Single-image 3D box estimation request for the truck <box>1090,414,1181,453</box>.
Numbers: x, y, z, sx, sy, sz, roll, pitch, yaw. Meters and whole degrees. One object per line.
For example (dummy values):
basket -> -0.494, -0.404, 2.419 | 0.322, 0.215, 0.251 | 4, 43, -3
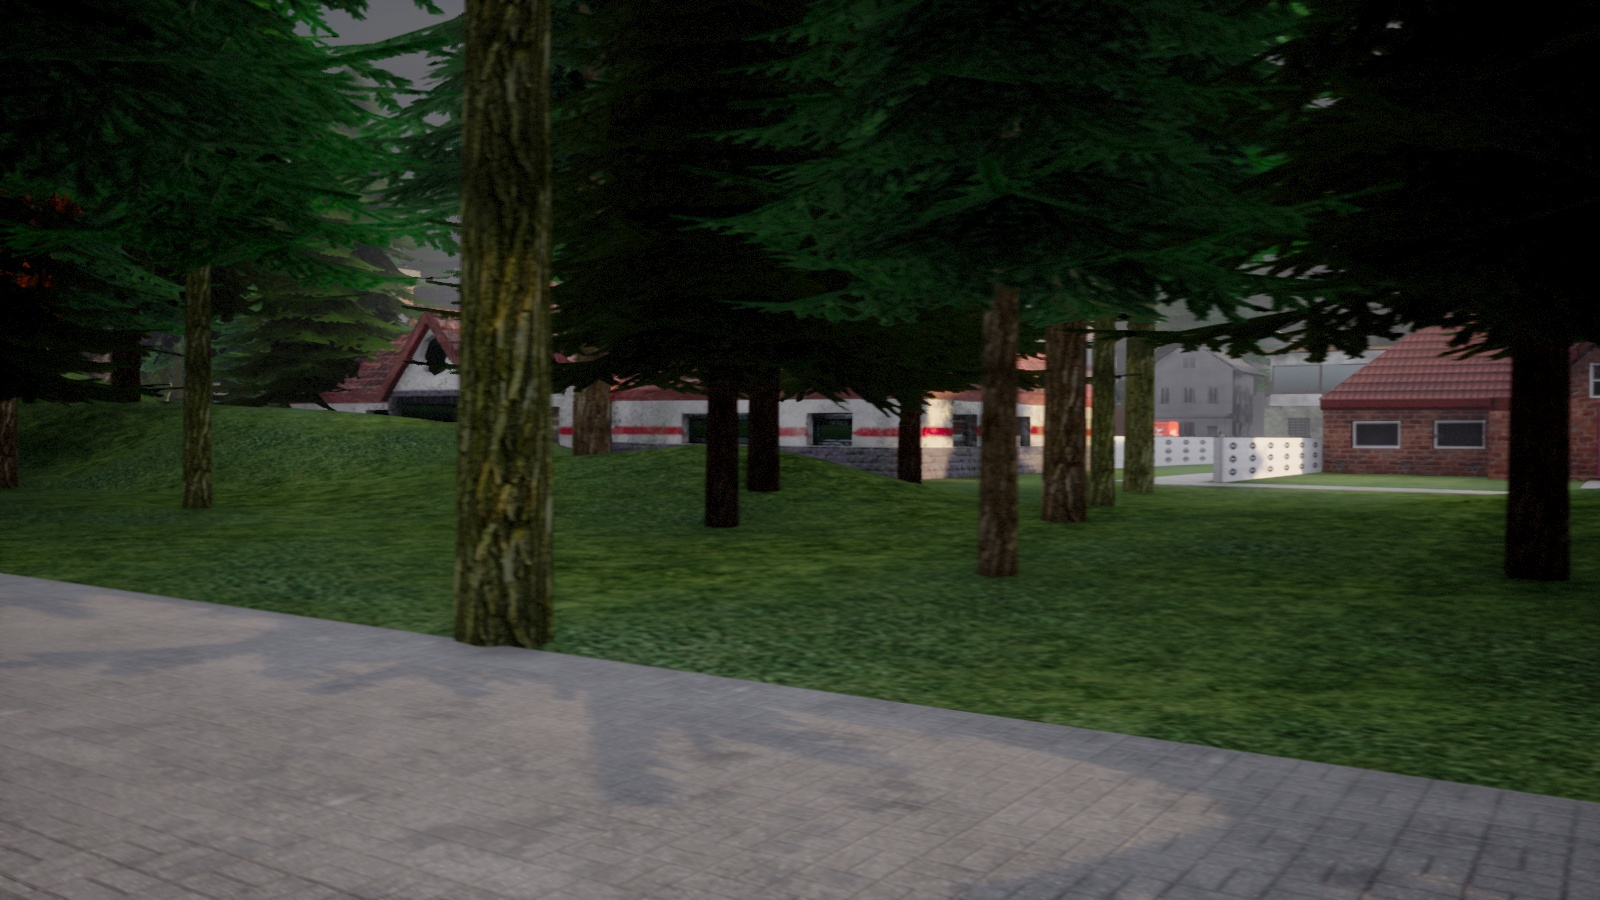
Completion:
truck -> 22.245, -1.093, 83.273 | 5.204, 2.467, 2.627 | 0, 1, 34
